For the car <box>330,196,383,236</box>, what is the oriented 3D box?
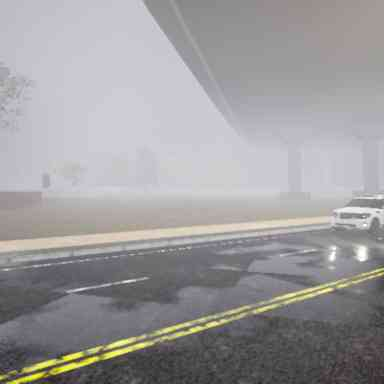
[{"bbox_3d":[10.254,1.235,18.998,5.566,2.045,2.150,0,0,-35],"label":"car"}]
